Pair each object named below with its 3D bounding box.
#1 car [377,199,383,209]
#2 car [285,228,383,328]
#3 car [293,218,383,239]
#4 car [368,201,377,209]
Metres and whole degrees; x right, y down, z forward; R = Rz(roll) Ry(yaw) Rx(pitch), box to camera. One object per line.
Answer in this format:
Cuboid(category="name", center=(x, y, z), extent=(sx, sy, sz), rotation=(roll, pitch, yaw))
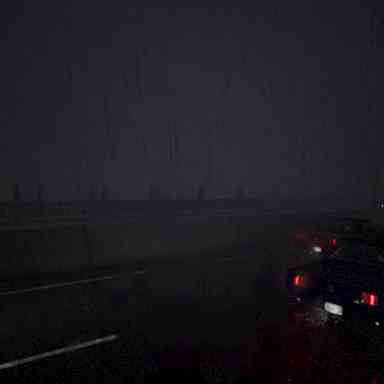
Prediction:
Cuboid(category="car", center=(23.517, 1.533, 37.900), extent=(4.892, 1.490, 1.837), rotation=(1, 0, -35))
Cuboid(category="car", center=(4.105, 1.605, 6.674), extent=(4.718, 1.301, 1.895), rotation=(0, 0, -36))
Cuboid(category="car", center=(5.953, 1.608, 12.290), extent=(4.718, 1.301, 1.895), rotation=(0, 0, -35))
Cuboid(category="car", center=(24.823, 1.630, 43.083), extent=(4.718, 1.301, 1.895), rotation=(0, 0, -35))
